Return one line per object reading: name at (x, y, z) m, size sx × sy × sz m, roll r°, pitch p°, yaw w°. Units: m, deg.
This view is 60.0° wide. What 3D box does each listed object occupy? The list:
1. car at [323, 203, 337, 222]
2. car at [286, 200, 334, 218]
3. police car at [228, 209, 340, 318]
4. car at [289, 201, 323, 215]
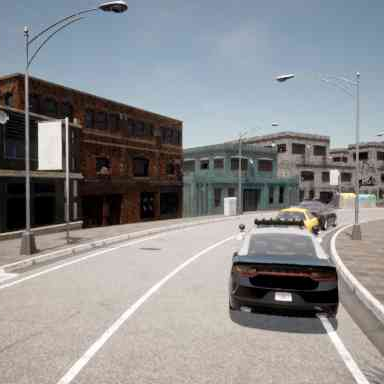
car at (7.923, 1.536, 21.234) m, size 1.837 × 1.490 × 4.892 m, roll 1°, pitch 0°, yaw 34°
car at (11.405, 1.560, 31.928) m, size 5.357 × 1.411 × 2.033 m, roll 0°, pitch 1°, yaw -42°
police car at (2.003, 1.428, 7.706) m, size 1.930 × 1.638 × 5.238 m, roll 0°, pitch 0°, yaw 13°
car at (5.186, 1.471, 16.560) m, size 1.801 × 1.575 × 5.366 m, roll 1°, pitch 0°, yaw 26°
